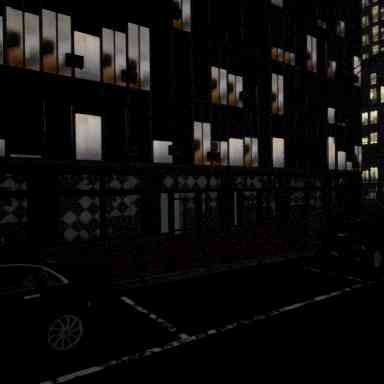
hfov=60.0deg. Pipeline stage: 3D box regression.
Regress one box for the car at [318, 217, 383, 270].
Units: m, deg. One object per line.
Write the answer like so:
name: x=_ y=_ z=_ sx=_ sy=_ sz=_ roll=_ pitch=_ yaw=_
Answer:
car: x=5.986 y=1.541 z=11.006 sx=4.507 sy=1.381 sz=1.887 roll=0 pitch=-1 yaw=-35

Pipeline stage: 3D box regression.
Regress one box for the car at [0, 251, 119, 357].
car: x=-3.189 y=1.551 z=4.427 sx=4.403 sy=1.369 sz=2.008 roll=0 pitch=-1 yaw=-35

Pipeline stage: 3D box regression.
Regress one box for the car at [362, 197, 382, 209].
car: x=20.577 y=1.274 z=40.861 sx=1.752 sy=1.417 sz=4.829 roll=-1 pitch=1 yaw=-35
